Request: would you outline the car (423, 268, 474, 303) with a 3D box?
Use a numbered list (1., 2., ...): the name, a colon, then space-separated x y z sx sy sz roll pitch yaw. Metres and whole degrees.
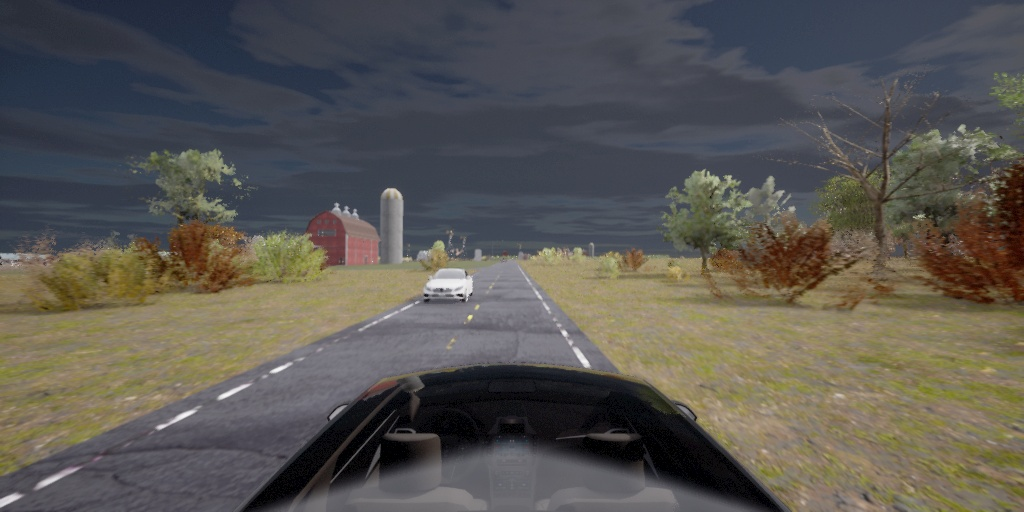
1. car: -2.854 1.302 16.959 1.812 1.442 4.674 0 0 0
